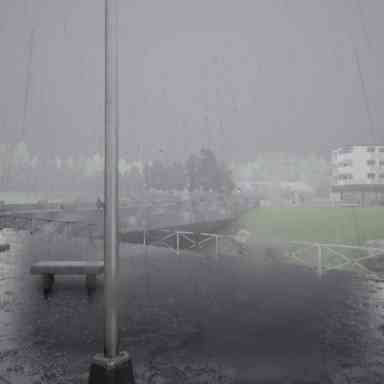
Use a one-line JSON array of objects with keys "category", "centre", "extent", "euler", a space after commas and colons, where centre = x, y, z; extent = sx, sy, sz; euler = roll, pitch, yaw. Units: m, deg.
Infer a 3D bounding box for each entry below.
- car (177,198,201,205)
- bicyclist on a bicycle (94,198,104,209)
[{"category": "car", "centre": [-0.361, 1.564, 48.367], "extent": [1.994, 1.385, 4.181], "euler": [0, 0, 36]}, {"category": "bicyclist on a bicycle", "centre": [-8.304, 1.349, 29.832], "extent": [1.656, 1.620, 0.582], "euler": [0, 0, 35]}]
